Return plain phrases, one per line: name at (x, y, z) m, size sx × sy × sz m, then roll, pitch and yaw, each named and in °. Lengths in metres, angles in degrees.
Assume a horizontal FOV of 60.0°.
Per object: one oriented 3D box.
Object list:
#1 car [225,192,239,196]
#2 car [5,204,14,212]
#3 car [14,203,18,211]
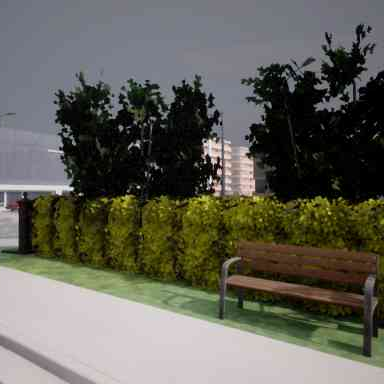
car at (8.282, 0.710, 70.334) m, size 1.812 × 1.442 × 4.674 m, roll 0°, pitch 1°, yaw 35°
car at (-18.648, 1.553, 38.243) m, size 1.895 × 1.301 × 4.718 m, roll 0°, pitch 0°, yaw 35°
car at (-16.058, 1.553, 35.854) m, size 1.895 × 1.301 × 4.718 m, roll 0°, pitch 0°, yaw 36°
